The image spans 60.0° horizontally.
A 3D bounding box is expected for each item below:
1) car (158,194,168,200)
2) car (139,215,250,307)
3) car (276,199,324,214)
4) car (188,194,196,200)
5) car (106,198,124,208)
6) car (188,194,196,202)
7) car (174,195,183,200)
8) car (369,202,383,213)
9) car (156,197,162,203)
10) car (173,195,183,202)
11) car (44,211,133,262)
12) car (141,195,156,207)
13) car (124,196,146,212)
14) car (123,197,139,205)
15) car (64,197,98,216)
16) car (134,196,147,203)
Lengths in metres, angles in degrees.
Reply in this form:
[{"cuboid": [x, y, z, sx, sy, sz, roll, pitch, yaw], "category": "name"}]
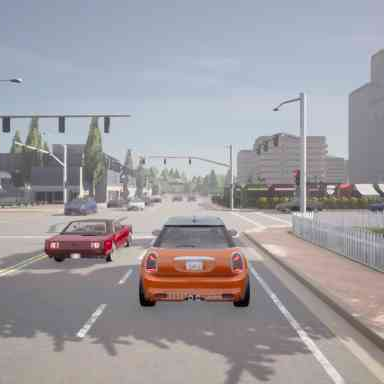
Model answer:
[{"cuboid": [-7.039, 1.140, 82.063, 2.128, 1.511, 4.902, 0, 0, 0], "category": "car"}, {"cuboid": [0.060, 1.352, 8.143, 2.097, 1.767, 4.553, 0, 0, 0], "category": "car"}, {"cuboid": [11.255, 1.492, 34.804, 4.902, 1.511, 2.128, 0, 0, -1], "category": "car"}, {"cuboid": [-0.041, 1.398, 87.754, 2.128, 1.511, 4.902, 0, 0, 0], "category": "car"}, {"cuboid": [-10.617, 1.564, 46.814, 1.994, 1.385, 4.181, 0, 0, 0], "category": "car"}, {"cuboid": [-0.037, 1.531, 77.479, 2.033, 1.411, 5.357, 0, 0, 0], "category": "car"}, {"cuboid": [-3.541, 1.425, 87.751, 1.994, 1.385, 4.181, 0, 0, 0], "category": "car"}, {"cuboid": [21.364, 1.478, 35.058, 5.008, 1.535, 1.882, 0, 0, -2], "category": "car"}, {"cuboid": [-7.056, 1.601, 66.917, 1.895, 1.301, 4.718, 0, 0, 0], "category": "car"}, {"cuboid": [-3.537, 1.513, 77.796, 1.812, 1.442, 4.674, 0, 0, 0], "category": "car"}, {"cuboid": [-3.422, 1.601, 12.037, 1.895, 1.301, 4.718, 0, 0, 0], "category": "car"}, {"cuboid": [-7.117, 1.505, 51.236, 1.837, 1.490, 4.892, 0, 0, 0], "category": "car"}, {"cuboid": [-6.629, 1.525, 39.228, 1.812, 1.442, 4.674, 0, 0, -7], "category": "car"}, {"cuboid": [-10.607, 1.564, 57.799, 1.994, 1.385, 4.181, 0, 0, 0], "category": "car"}, {"cuboid": [-10.615, 1.352, 32.040, 2.097, 1.767, 4.553, 0, 0, 0], "category": "car"}, {"cuboid": [-10.532, 1.501, 68.604, 1.837, 1.490, 4.892, 0, 0, 0], "category": "car"}]
